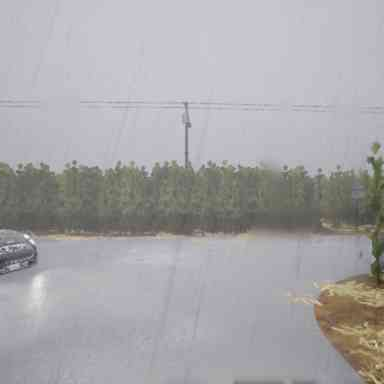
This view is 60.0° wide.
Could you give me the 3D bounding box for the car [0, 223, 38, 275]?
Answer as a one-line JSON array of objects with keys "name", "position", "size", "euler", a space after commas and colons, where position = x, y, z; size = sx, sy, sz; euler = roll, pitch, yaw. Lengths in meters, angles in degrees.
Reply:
[{"name": "car", "position": [-6.665, 1.351, 9.448], "size": [4.553, 1.767, 2.097], "euler": [0, 0, 22]}]
